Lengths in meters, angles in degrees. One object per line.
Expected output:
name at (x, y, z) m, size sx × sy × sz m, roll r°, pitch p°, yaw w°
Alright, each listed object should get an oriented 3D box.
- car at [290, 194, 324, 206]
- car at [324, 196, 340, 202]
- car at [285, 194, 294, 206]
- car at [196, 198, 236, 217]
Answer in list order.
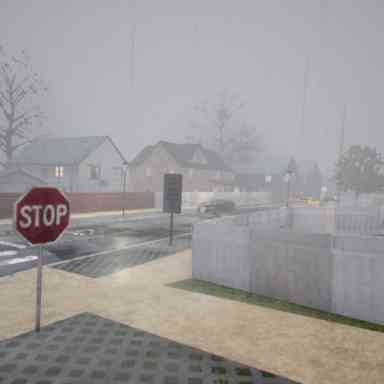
car at (14.638, 1.412, 42.077) m, size 1.882 × 1.535 × 5.008 m, roll 4°, pitch 3°, yaw 37°
car at (20.933, 1.388, 49.952) m, size 2.128 × 1.511 × 4.902 m, roll 4°, pitch 3°, yaw 41°
car at (14.809, 1.117, 46.857) m, size 2.097 × 1.767 × 4.553 m, roll 4°, pitch 3°, yaw 39°
car at (2.253, 1.283, 29.772) m, size 2.128 × 1.511 × 4.902 m, roll 4°, pitch 2°, yaw 34°
